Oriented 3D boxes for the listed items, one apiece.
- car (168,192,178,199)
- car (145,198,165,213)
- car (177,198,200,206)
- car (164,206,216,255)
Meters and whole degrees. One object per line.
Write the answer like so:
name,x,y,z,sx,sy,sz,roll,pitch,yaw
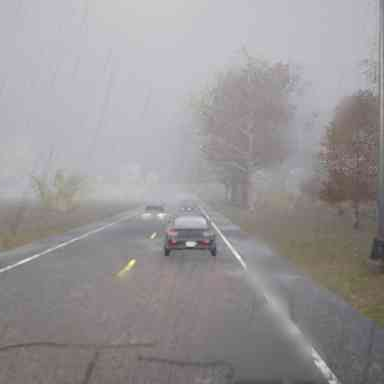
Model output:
car,-4.413,0.966,78.927,2.150,2.045,5.566,0,0,-1
car,-4.028,1.415,36.684,1.882,1.535,5.008,0,0,-1
car,-0.270,1.506,31.055,2.033,1.411,5.357,0,0,-1
car,-0.079,1.513,13.100,1.812,1.442,4.674,0,0,-1
